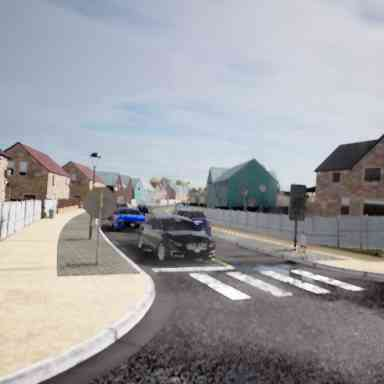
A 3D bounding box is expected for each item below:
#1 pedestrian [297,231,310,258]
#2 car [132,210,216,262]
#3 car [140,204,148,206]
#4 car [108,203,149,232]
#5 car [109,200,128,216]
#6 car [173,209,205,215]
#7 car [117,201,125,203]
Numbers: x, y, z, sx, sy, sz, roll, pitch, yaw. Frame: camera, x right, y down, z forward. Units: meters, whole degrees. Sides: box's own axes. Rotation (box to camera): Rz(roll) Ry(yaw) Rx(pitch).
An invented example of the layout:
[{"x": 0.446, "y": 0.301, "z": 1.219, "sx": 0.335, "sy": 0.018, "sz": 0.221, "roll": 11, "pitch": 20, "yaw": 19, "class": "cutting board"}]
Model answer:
[{"x": 4.259, "y": 1.972, "z": 12.714, "sx": 0.500, "sy": 1.100, "sz": 0.500, "roll": 3, "pitch": -1, "yaw": -22, "class": "pedestrian"}, {"x": -0.769, "y": 1.697, "z": 13.028, "sx": 1.837, "sy": 1.490, "sz": 4.892, "roll": 4, "pitch": -2, "yaw": -23, "class": "car"}, {"x": -7.717, "y": 2.521, "z": 51.503, "sx": 1.994, "sy": 1.385, "sz": 4.181, "roll": 4, "pitch": -1, "yaw": -8, "class": "car"}, {"x": -4.390, "y": 1.808, "z": 22.844, "sx": 1.882, "sy": 1.535, "sz": 5.008, "roll": 4, "pitch": -2, "yaw": -17, "class": "car"}, {"x": -9.398, "y": 2.004, "z": 43.005, "sx": 2.097, "sy": 1.767, "sz": 4.553, "roll": 4, "pitch": -1, "yaw": -10, "class": "car"}, {"x": -0.470, "y": 1.807, "z": 20.217, "sx": 2.097, "sy": 1.767, "sz": 4.553, "roll": 4, "pitch": -2, "yaw": -19, "class": "car"}, {"x": -7.267, "y": 1.851, "z": 33.091, "sx": 2.097, "sy": 1.767, "sz": 4.553, "roll": 4, "pitch": -2, "yaw": -13, "class": "car"}]
